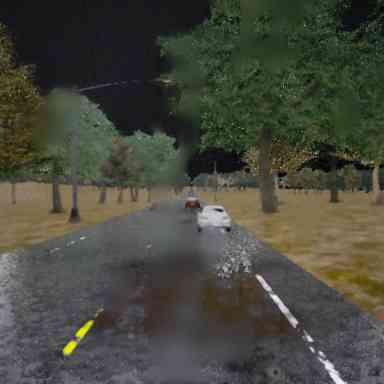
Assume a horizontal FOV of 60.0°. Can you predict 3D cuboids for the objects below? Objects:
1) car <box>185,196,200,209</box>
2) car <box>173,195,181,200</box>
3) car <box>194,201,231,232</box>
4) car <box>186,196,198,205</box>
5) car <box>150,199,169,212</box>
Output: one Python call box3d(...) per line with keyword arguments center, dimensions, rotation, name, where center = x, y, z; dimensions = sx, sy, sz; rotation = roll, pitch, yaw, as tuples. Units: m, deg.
box3d(center=(0.075, 1.421, 45.495), dimensions=(1.882, 1.535, 5.008), rotation=(0, 0, 0), name="car")
box3d(center=(-3.493, 1.452, 79.209), dimensions=(1.837, 1.490, 4.892), rotation=(0, -1, 0), name="car")
box3d(center=(1.227, 1.491, 19.750), dimensions=(1.812, 1.442, 4.674), rotation=(0, 0, 0), name="car")
box3d(center=(0.006, 1.482, 58.173), dimensions=(2.128, 1.511, 4.902), rotation=(0, -1, 0), name="car")
box3d(center=(-3.592, 1.497, 37.941), dimensions=(2.033, 1.411, 5.357), rotation=(0, 0, 0), name="car")
